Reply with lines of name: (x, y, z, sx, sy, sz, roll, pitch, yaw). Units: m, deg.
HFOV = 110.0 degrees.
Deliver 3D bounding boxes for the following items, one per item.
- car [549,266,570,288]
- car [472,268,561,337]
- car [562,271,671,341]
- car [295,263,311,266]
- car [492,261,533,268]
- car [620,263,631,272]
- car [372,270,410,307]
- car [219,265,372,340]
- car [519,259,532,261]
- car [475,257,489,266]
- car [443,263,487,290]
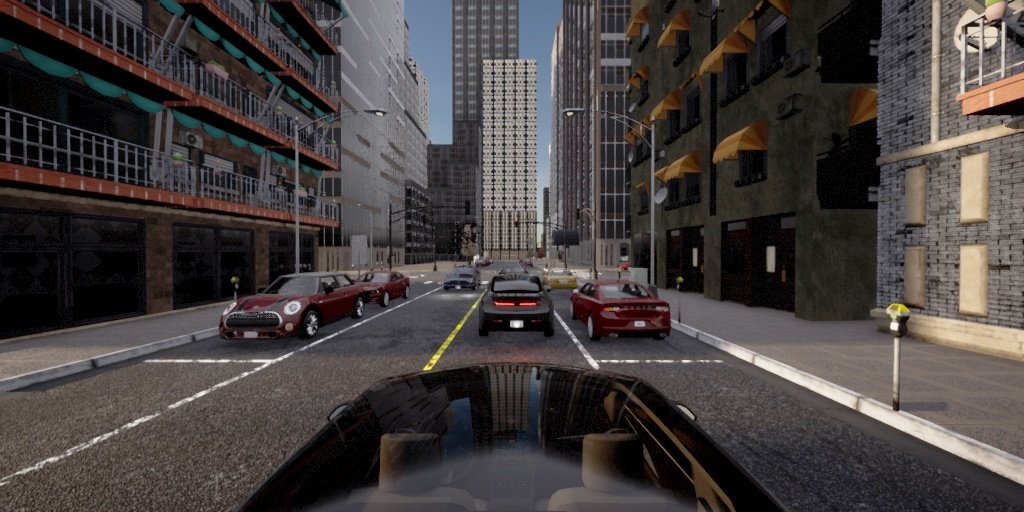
car: (2.709, 1.271, 20.988, 1.751, 1.417, 4.829, 0, 0, 0)
car: (0.108, 1.253, 10.323, 1.837, 1.490, 4.892, 0, 0, 0)
car: (2.698, 1.293, 9.771, 1.888, 1.381, 4.507, 0, 0, 0)
car: (-23.796, 1.492, 39.666, 4.097, 1.591, 1.967, 0, 0, 0)
car: (0.118, 1.238, 20.456, 2.128, 1.511, 4.902, 0, 0, 0)
car: (14.301, 1.002, 39.948, 4.507, 1.381, 1.888, 0, 0, 0)
car: (-5.678, 1.292, 15.317, 1.888, 1.381, 4.507, 0, 0, 0)
car: (-5.684, 1.188, 9.793, 1.967, 1.591, 4.097, 0, 0, 0)
car: (2.753, 1.182, 64.344, 1.967, 1.591, 4.097, 0, 0, 0)
car: (-5.627, 1.287, 64.354, 1.888, 1.381, 4.507, 0, 0, 0)
car: (-2.978, 1.346, 22.559, 2.033, 1.411, 5.357, 0, 0, 0)
